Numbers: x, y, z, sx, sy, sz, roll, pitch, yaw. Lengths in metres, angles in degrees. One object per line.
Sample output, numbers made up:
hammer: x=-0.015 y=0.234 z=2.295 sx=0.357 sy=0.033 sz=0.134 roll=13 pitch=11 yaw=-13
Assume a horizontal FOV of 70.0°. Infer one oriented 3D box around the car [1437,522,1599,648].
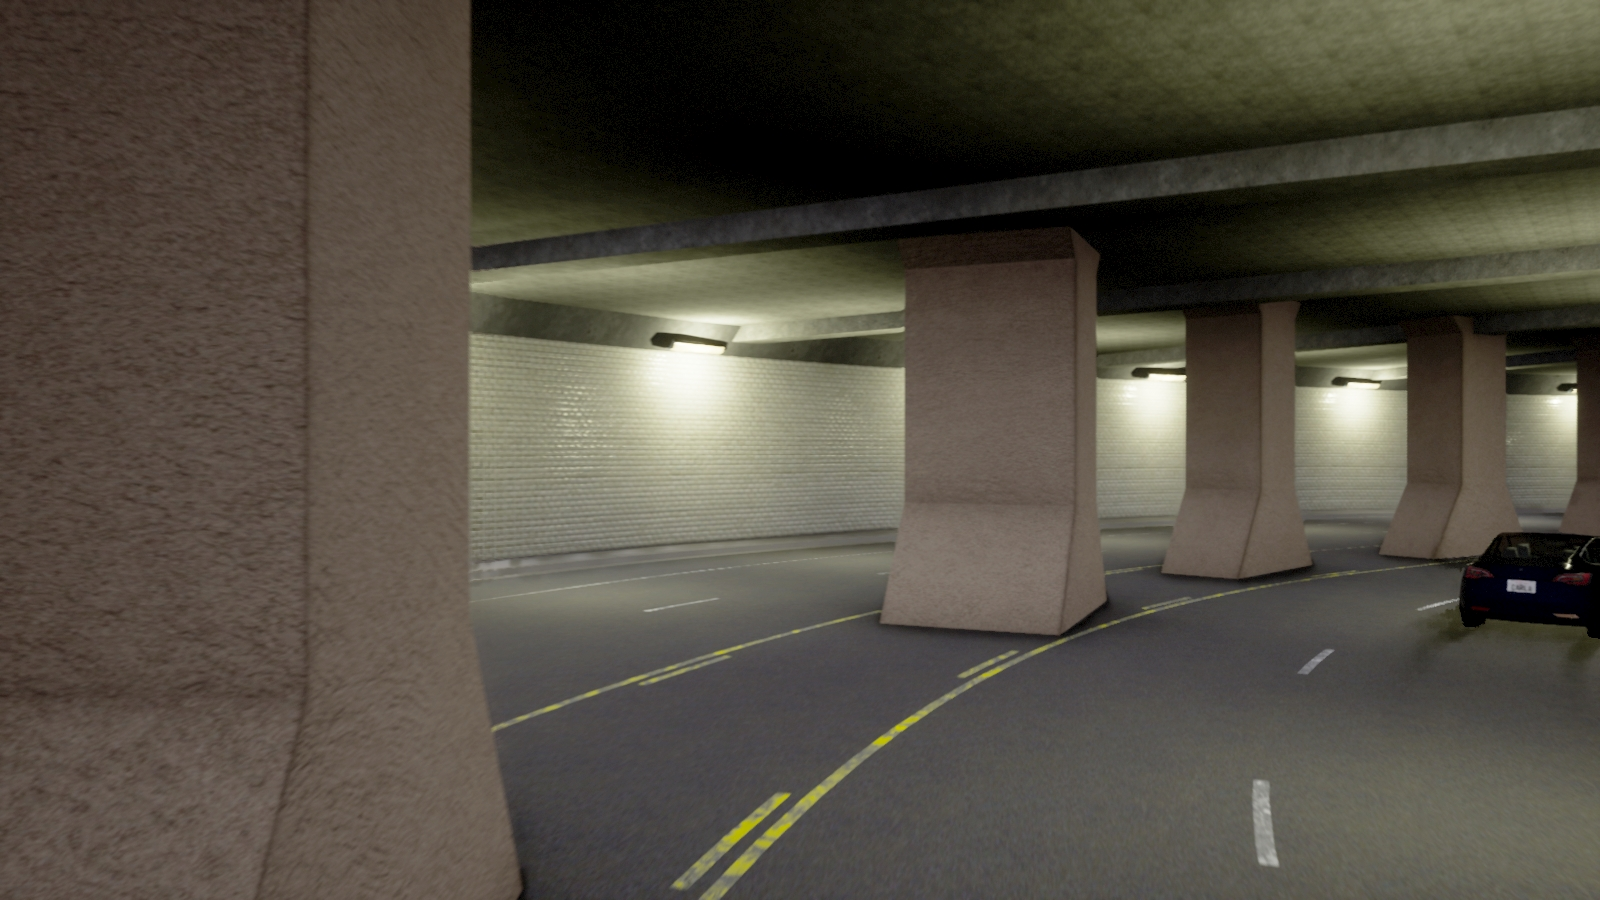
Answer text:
car: x=12.275 y=2.071 z=18.671 sx=2.163 sy=1.488 sz=4.792 roll=0 pitch=0 yaw=43
